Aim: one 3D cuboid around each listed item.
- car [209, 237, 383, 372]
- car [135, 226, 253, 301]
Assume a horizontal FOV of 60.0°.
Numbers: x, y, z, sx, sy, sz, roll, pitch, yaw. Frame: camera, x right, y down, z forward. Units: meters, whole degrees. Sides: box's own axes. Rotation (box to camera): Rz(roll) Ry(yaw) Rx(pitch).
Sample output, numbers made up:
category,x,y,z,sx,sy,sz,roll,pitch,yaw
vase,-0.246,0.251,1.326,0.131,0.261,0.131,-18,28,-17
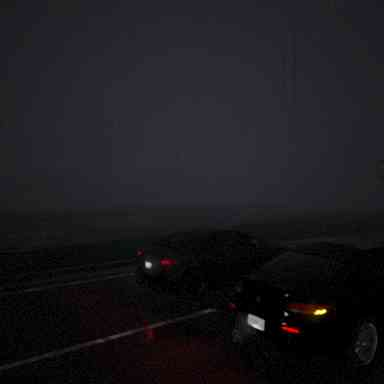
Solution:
category,x,y,z,sx,sy,sz,roll,pitch,yaw
car,2.752,1.531,5.612,4.674,1.442,1.812,0,0,-34
car,0.706,1.576,8.436,4.181,1.385,1.994,0,0,-33
